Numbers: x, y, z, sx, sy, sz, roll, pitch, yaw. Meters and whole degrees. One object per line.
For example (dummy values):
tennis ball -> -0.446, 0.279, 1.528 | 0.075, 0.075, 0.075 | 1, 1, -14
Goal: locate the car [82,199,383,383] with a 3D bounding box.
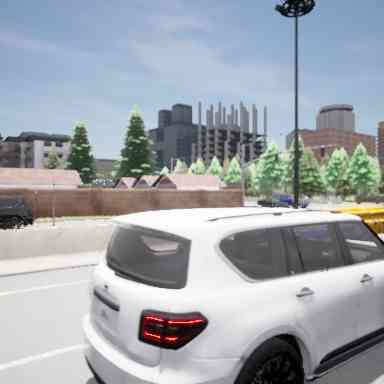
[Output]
car -> 1.364, 1.228, 4.699 | 5.566, 2.045, 2.150 | 0, 0, -35

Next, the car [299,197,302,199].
car -> 13.823, 1.267, 47.025 | 2.150, 2.045, 5.566 | 0, 0, -34

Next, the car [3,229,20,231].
car -> -11.313, 1.221, 17.416 | 5.566, 2.045, 2.150 | 0, 0, -35

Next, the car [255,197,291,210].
car -> 10.827, 1.518, 44.775 | 1.882, 1.535, 5.008 | 0, 0, -29

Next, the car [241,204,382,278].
car -> 3.991, 1.362, 10.844 | 4.553, 1.767, 2.097 | 0, 0, -35
